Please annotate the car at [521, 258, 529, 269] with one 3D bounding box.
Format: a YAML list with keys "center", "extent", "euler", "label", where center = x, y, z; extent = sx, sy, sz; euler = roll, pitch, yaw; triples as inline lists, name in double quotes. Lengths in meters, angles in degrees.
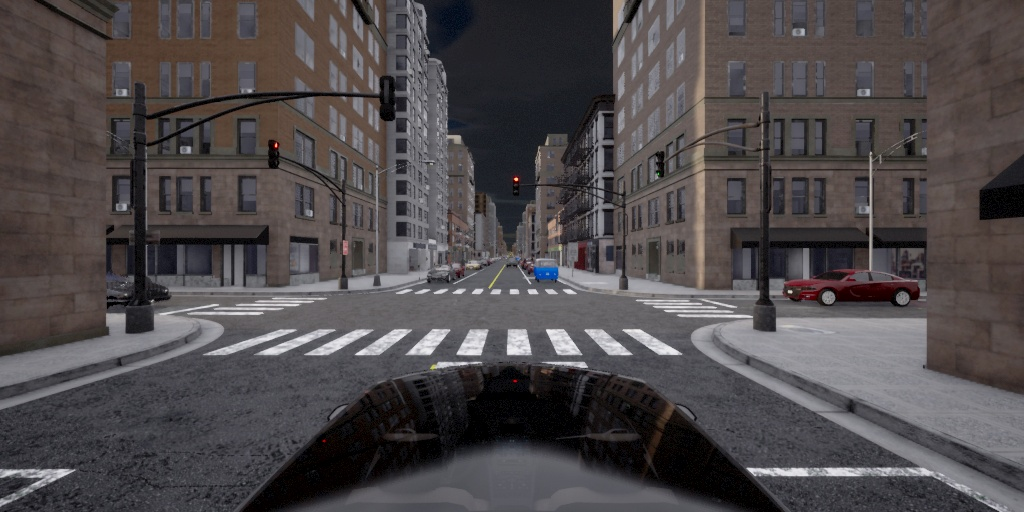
- center: [2.547, 1.326, 50.681]
  extent: [1.802, 1.307, 4.207]
  euler: [0, 0, 0]
  label: "car"

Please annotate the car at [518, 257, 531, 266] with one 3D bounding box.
- center: [2.536, 1.055, 56.363]
  extent: [2.192, 1.841, 5.009]
  euler: [0, 0, 0]
  label: "car"

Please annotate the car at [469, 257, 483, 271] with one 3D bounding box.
- center: [-5.478, 1.269, 50.490]
  extent: [1.751, 1.417, 4.829]
  euler: [0, 0, 0]
  label: "car"

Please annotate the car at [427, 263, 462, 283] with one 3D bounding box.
- center: [-5.437, 1.299, 27.932]
  extent: [2.007, 1.370, 4.403]
  euler: [0, 0, 0]
  label: "car"

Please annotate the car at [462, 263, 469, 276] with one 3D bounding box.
- center: [-5.447, 1.293, 33.614]
  extent: [1.888, 1.381, 4.507]
  euler: [0, 0, 0]
  label: "car"

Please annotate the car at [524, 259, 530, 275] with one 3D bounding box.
- center: [2.568, 1.330, 39.318]
  extent: [1.802, 1.307, 4.207]
  euler: [0, 0, 0]
  label: "car"

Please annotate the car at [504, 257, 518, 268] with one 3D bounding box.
- center: [-0.013, 1.337, 61.567]
  extent: [1.895, 1.301, 4.718]
  euler: [0, 0, 0]
  label: "car"

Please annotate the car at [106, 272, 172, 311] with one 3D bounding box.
- center: [-15.523, 1.211, 12.767]
  extent: [5.357, 1.411, 2.033]
  euler: [0, 0, 0]
  label: "car"

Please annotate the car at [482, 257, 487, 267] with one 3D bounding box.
- center: [-5.489, 1.306, 56.342]
  extent: [1.948, 1.339, 4.313]
  euler: [0, 0, 0]
  label: "car"

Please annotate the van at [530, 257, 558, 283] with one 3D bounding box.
- center: [2.589, 1.090, 27.956]
  extent: [1.690, 1.789, 3.998]
  euler: [0, 0, 0]
  label: "van"

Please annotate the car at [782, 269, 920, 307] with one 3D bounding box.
- center: [14.789, 1.326, 15.820]
  extent: [5.008, 1.535, 1.882]
  euler: [0, 0, 1]
  label: "car"
